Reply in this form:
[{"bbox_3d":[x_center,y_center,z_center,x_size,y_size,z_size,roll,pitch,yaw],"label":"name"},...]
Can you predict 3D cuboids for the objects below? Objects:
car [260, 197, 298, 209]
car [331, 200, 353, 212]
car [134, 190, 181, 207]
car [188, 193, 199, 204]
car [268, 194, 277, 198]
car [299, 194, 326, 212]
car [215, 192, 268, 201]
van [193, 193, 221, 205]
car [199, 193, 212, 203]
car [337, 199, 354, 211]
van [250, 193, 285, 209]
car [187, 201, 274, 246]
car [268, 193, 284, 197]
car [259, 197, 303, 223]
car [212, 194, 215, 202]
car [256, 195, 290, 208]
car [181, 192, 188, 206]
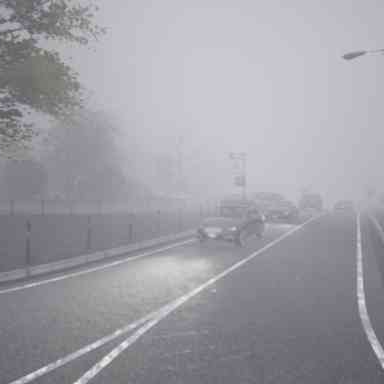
[{"bbox_3d":[13.423,1.660,51.495,5.366,1.575,1.946,1,-1,26],"label":"car"},{"bbox_3d":[18.606,1.705,40.886,1.994,1.385,4.181,1,-1,26],"label":"car"},{"bbox_3d":[-4.747,0.795,42.635,5.566,2.045,2.435,1,-1,26],"label":"car"},{"bbox_3d":[-2.358,0.904,47.546,5.566,2.045,2.435,1,-1,26],"label":"car"},{"bbox_3d":[6.626,1.270,38.058,5.008,1.535,2.097,1,-1,26],"label":"car"},{"bbox_3d":[13.859,1.220,38.783,2.150,2.045,5.566,1,-1,27],"label":"car"},{"bbox_3d":[5.278,1.086,35.341,4.553,1.767,2.185,1,-1,26],"label":"car"},{"bbox_3d":[2.650,1.249,57.530,4.442,1.987,1.878,1,-1,26],"label":"van"},{"bbox_3d":[-0.034,1.297,52.765,5.366,1.575,1.946,1,-1,26],"label":"car"},{"bbox_3d":[23.069,1.894,49.837,2.128,1.511,4.902,1,0,27],"label":"car"},{"bbox_3d":[10.533,1.253,46.291,4.442,1.987,1.878,1,-1,26],"label":"van"},{"bbox_3d":[1.861,1.365,14.765,2.128,1.511,4.902,1,1,27],"label":"car"},{"bbox_3d":[7.886,1.075,40.694,5.566,2.045,2.435,1,-1,26],"label":"car"},{"bbox_3d":[6.526,1.367,24.117,1.812,1.442,4.674,1,0,27],"label":"car"},{"bbox_3d":[1.140,1.377,55.152,5.366,1.575,1.946,1,-1,26],"label":"car"},{"bbox_3d":[11.946,1.440,48.976,4.553,1.767,2.185,1,-1,26],"label":"car"},{"bbox_3d":[-3.606,1.098,45.042,4.892,1.521,2.231,1,-1,26],"label":"car"}]
